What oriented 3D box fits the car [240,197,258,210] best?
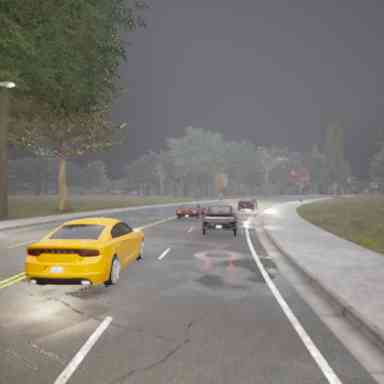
[{"bbox_3d":[6.908,1.390,40.804,1.882,1.535,5.008,0,0,18],"label":"car"}]

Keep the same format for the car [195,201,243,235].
[{"bbox_3d":[1.659,1.489,18.758,2.128,1.511,4.902,0,0,8],"label":"car"}]

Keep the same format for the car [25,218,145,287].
[{"bbox_3d":[-2.658,1.476,9.441,1.882,1.535,5.008,0,0,4],"label":"car"}]

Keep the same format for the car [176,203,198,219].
[{"bbox_3d":[0.082,1.590,28.344,1.895,1.301,4.718,0,0,12],"label":"car"}]
